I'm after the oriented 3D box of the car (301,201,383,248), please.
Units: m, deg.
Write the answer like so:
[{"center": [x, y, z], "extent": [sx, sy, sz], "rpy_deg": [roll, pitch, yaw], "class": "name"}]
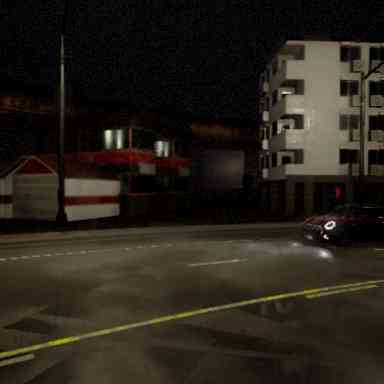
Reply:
[{"center": [7.000, 1.290, 14.252], "extent": [4.553, 1.767, 2.097], "rpy_deg": [0, 1, -15], "class": "car"}]
